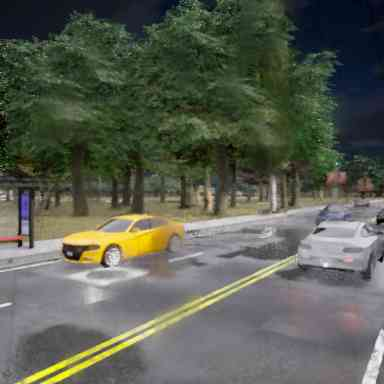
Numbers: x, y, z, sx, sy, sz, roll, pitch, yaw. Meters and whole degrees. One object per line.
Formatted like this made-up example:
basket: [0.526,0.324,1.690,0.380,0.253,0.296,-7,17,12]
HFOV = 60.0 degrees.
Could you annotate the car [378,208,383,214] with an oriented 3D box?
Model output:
car: [14.926,1.686,24.570,1.994,1.385,4.181,-1,-1,35]

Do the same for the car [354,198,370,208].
car: [27.325,1.787,53.325,2.128,1.511,4.902,-1,-1,36]

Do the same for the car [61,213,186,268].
car: [-2.236,1.584,12.049,1.882,1.535,5.008,-1,0,36]

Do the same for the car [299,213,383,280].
car: [4.707,1.585,10.245,1.812,1.442,4.674,-1,-1,35]

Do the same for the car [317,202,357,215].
car: [10.392,1.666,24.153,1.812,1.442,4.674,-1,-1,36]
